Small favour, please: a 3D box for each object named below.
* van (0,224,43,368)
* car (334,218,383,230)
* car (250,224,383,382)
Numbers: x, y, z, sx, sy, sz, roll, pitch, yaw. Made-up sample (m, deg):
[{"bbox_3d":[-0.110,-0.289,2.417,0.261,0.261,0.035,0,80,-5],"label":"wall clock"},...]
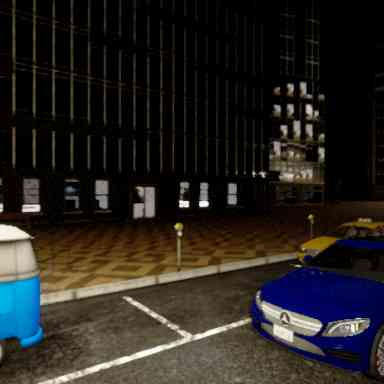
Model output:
[{"bbox_3d":[-3.859,1.342,3.805,3.998,1.788,1.690,0,0,-36],"label":"van"},{"bbox_3d":[5.233,1.520,10.290,4.829,1.417,1.752,0,0,-36],"label":"car"},{"bbox_3d":[3.048,1.523,5.554,4.674,1.442,1.812,0,0,-35],"label":"car"}]
